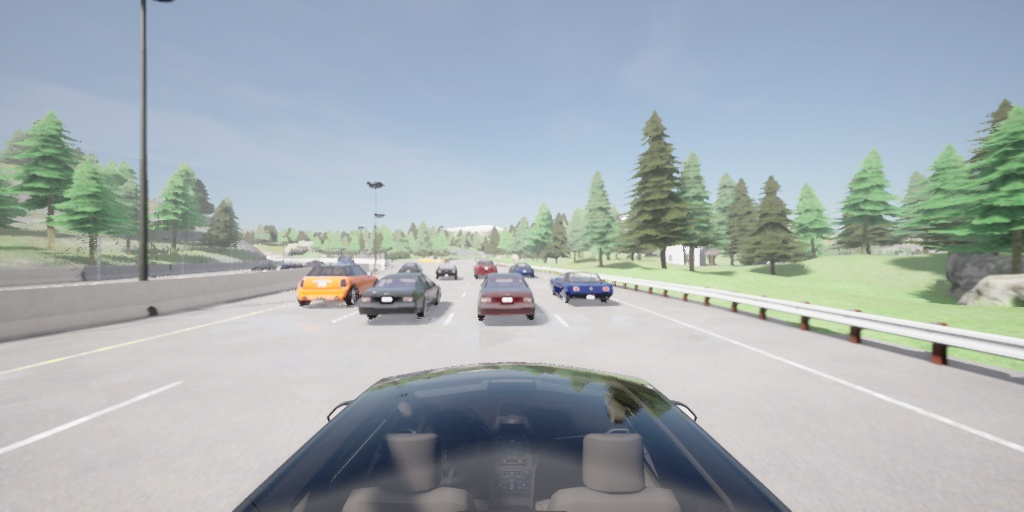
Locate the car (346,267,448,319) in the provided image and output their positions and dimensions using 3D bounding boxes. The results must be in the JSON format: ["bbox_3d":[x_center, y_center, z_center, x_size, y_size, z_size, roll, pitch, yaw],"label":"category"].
[{"bbox_3d":[-3.784,1.311,12.931,2.033,1.411,5.357,0,0,-3],"label":"car"}]

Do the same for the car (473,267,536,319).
[{"bbox_3d":[-0.274,1.303,12.779,2.033,1.411,5.357,0,0,-3],"label":"car"}]

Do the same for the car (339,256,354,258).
[{"bbox_3d":[-24.731,1.038,53.435,2.150,2.045,5.566,0,0,-16],"label":"car"}]

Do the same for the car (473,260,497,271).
[{"bbox_3d":[-2.582,1.123,33.996,2.097,1.767,4.553,0,0,-8],"label":"car"}]

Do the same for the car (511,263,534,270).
[{"bbox_3d":[0.856,1.328,34.658,1.994,1.385,4.181,0,0,-9],"label":"car"}]

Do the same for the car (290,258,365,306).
[{"bbox_3d":[-7.548,1.125,16.103,2.097,1.767,4.553,0,0,-4],"label":"car"}]

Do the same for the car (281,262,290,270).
[{"bbox_3d":[-31.473,1.442,51.555,1.895,1.301,4.718,0,0,-16],"label":"car"}]

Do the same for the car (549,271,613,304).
[{"bbox_3d":[2.975,1.352,16.501,1.895,1.301,4.718,0,0,-4],"label":"car"}]

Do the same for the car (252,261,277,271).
[{"bbox_3d":[-34.852,1.423,50.644,1.994,1.385,4.181,0,0,-16],"label":"car"}]

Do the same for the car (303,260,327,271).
[{"bbox_3d":[-27.530,1.339,50.211,1.837,1.490,4.892,0,-1,-14],"label":"car"}]

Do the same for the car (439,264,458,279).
[{"bbox_3d":[-5.934,1.378,32.953,1.895,1.301,4.718,0,0,-9],"label":"car"}]

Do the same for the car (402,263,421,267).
[{"bbox_3d":[-9.846,1.351,35.043,1.994,1.385,4.181,0,0,-10],"label":"car"}]
